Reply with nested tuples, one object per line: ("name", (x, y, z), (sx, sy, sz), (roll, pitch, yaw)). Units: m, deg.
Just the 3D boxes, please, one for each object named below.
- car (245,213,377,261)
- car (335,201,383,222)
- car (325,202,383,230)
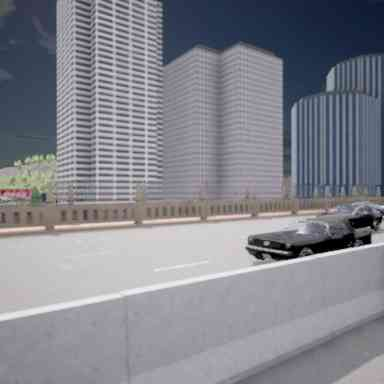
("car", (4.015, 1.598, 11.200), (4.718, 1.301, 1.895), (0, 0, -36))
("car", (13.734, 1.507, 26.833), (4.674, 1.442, 1.812), (0, 0, -36))
("car", (9.022, 1.480, 19.124), (4.902, 1.511, 2.128), (0, 0, -36))
